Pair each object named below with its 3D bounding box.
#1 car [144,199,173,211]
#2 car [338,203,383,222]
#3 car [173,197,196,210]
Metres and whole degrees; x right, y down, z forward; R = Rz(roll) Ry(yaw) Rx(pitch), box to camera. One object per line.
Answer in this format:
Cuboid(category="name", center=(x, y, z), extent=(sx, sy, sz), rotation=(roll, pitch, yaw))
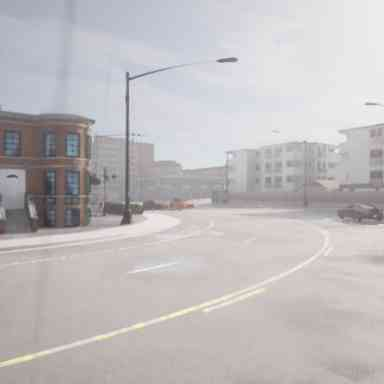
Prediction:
Cuboid(category="car", center=(-4.938, 1.705, 45.611), extent=(1.882, 1.535, 5.008), rotation=(0, -1, -32))
Cuboid(category="car", center=(13.808, 1.648, 27.435), extent=(1.812, 1.442, 4.674), rotation=(0, 0, -1))
Cuboid(category="car", center=(-1.340, 1.579, 46.470), extent=(2.097, 1.767, 4.553), rotation=(0, 0, -32))
